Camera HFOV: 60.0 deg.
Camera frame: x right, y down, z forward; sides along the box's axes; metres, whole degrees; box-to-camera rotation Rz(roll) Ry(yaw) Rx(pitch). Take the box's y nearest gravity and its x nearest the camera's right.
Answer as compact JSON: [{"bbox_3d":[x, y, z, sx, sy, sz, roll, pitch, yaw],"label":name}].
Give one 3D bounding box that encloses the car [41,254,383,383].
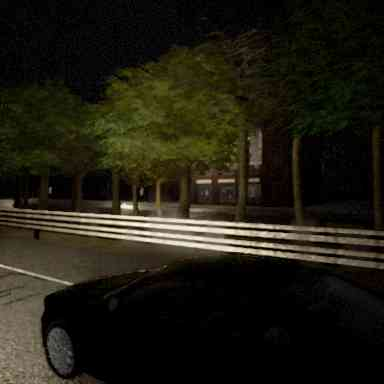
[{"bbox_3d":[0.260,1.482,3.809,5.008,1.535,1.882,0,0,36],"label":"car"}]
